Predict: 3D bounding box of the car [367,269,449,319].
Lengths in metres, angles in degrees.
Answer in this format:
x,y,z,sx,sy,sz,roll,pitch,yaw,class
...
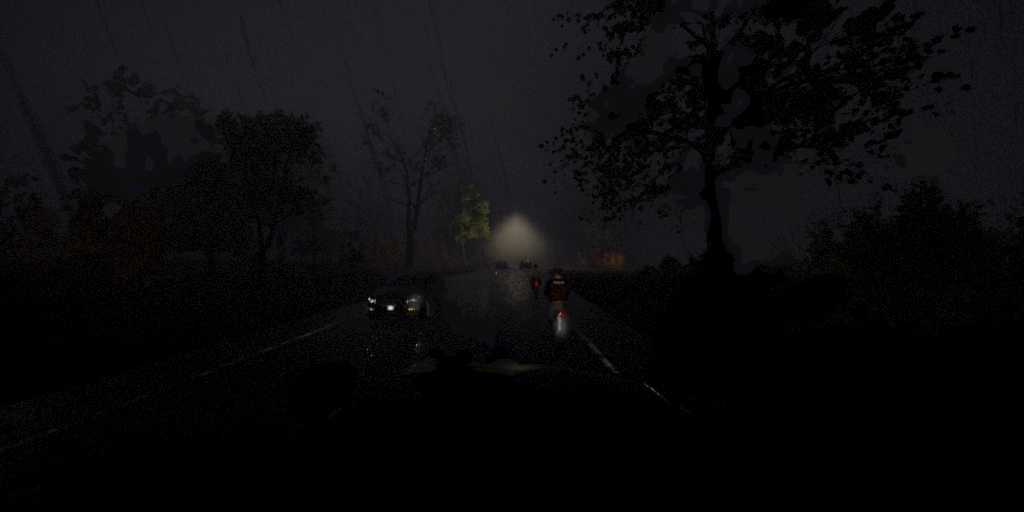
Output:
x,y,z,sx,sy,sz,roll,pitch,yaw,class
-3.487,1.263,12.840,1.837,1.490,4.892,0,0,1,car

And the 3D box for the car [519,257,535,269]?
x,y,z,sx,sy,sz,roll,pitch,yaw,class
2.234,1.392,58.368,2.128,1.511,4.902,0,0,4,car

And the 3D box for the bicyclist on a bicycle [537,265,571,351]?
x,y,z,sx,sy,sz,roll,pitch,yaw,class
1.014,1.124,8.143,0.659,1.776,1.843,0,0,1,bicyclist on a bicycle

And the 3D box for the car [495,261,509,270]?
x,y,z,sx,sy,sz,roll,pitch,yaw,class
-1.570,1.432,56.798,2.033,1.411,5.357,0,0,4,car

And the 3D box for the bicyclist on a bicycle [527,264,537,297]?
x,y,z,sx,sy,sz,roll,pitch,yaw,class
1.187,1.205,17.825,0.866,1.612,1.509,0,0,1,bicyclist on a bicycle
